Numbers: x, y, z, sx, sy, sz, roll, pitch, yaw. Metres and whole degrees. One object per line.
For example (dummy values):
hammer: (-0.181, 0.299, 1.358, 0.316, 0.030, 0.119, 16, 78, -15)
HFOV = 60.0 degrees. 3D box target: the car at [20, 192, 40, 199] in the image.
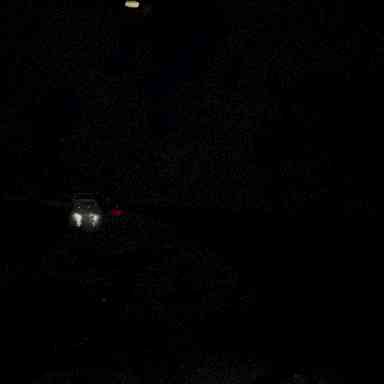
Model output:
car: (-34.101, 0.642, 70.076, 5.357, 1.411, 2.033, 2, -1, 36)

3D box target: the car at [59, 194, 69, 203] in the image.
car: (-21.594, 1.142, 58.077, 1.882, 1.535, 5.008, 3, 0, -41)

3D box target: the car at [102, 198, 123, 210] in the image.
car: (-10.488, 1.491, 43.405, 1.837, 1.490, 4.892, 2, 0, -29)

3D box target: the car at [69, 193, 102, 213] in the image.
car: (-11.894, 1.141, 36.858, 2.150, 2.045, 5.566, 2, 0, -26)
